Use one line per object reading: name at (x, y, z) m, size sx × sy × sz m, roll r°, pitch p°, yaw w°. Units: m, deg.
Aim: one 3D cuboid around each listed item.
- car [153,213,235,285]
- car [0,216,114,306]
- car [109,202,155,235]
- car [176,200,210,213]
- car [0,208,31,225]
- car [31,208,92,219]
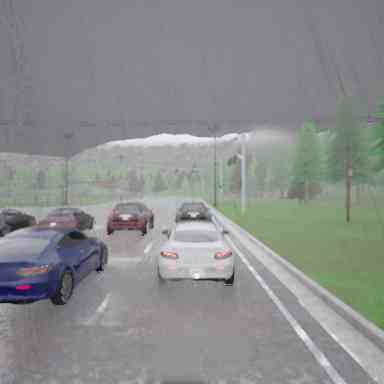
car at (0.099, 1.536, 9.399) m, size 1.812 × 1.442 × 4.674 m, roll 0°, pitch 0°, yaw 0°
car at (-3.399, 1.534, 7.922) m, size 1.812 × 1.442 × 4.674 m, roll 0°, pitch 0°, yaw 0°
car at (-3.408, 1.372, 19.204) m, size 2.097 × 1.767 × 4.553 m, roll 0°, pitch 0°, yaw 0°
car at (0.093, 1.374, 20.935) m, size 2.097 × 1.767 × 4.553 m, roll 0°, pitch 0°, yaw 0°
car at (-10.406, 1.584, 18.403) m, size 1.994 × 1.385 × 4.181 m, roll 0°, pitch 0°, yaw 0°
car at (-6.906, 1.584, 18.638) m, size 1.994 × 1.385 × 4.181 m, roll 0°, pitch 0°, yaw 0°
